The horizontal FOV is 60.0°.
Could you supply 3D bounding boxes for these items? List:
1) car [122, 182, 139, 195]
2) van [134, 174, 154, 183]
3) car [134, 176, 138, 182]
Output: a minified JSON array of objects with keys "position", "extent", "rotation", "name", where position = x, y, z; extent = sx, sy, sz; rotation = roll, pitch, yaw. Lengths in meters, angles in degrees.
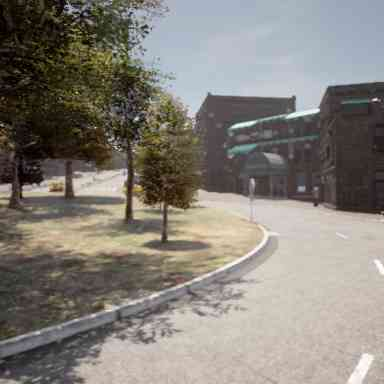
[{"position":[-7.744,-0.217,47.056],"extent":[5.008,1.535,1.882],"rotation":[3,1,37],"name":"car"},{"position":[-11.485,-3.146,79.047],"extent":[4.442,1.987,1.878],"rotation":[-1,6,-23],"name":"van"},{"position":[-11.044,-2.025,69.946],"extent":[4.892,1.521,2.231],"rotation":[-1,6,-23],"name":"car"}]
